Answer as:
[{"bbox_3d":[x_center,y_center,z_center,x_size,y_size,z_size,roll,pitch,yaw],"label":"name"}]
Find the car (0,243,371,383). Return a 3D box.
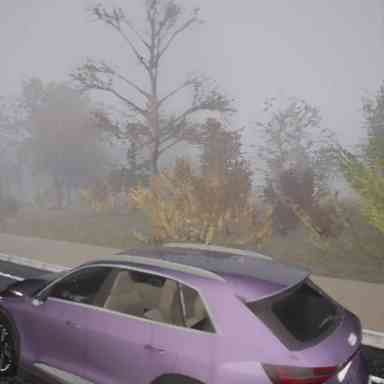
[{"bbox_3d":[-0.600,1.459,3.997,4.856,1.649,2.033,-1,0,36],"label":"car"}]
